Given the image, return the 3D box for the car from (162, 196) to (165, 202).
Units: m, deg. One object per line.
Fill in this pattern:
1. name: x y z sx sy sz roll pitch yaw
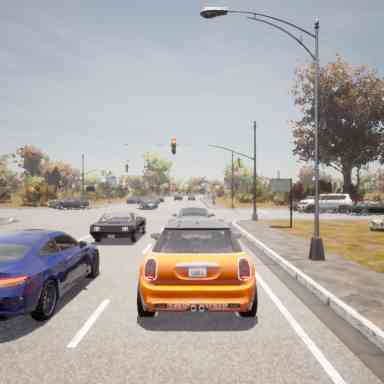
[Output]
1. car: -7.089 1.595 72.964 1.895 1.301 4.718 0 0 0

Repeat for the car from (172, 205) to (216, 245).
1. car: 0.079 1.505 16.587 1.837 1.490 4.892 0 0 0

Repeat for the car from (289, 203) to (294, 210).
1. car: 14.037 1.504 39.631 4.892 1.490 1.837 0 0 3

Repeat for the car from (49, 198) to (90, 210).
1. car: -15.440 1.491 42.019 4.902 1.511 2.128 0 1 -33

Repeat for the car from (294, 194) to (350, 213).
1. car: 14.422 1.221 36.103 5.566 2.045 2.150 0 0 3

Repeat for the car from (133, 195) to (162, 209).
1. car: -5.680 1.492 42.140 2.128 1.511 4.902 0 0 -19

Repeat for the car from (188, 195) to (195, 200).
1. car: -0.073 1.595 94.768 1.895 1.301 4.718 0 0 1

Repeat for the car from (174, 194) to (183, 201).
1. car: -3.599 1.492 84.597 1.837 1.490 4.892 0 0 0

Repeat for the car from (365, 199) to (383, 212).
1. car: 22.927 1.555 39.159 4.181 1.385 1.994 0 0 3

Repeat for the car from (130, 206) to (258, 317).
1. car: 0.091 1.352 7.629 2.097 1.767 4.553 0 0 0

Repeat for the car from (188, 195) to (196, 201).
1. car: -0.099 1.552 84.730 1.994 1.385 4.181 0 0 0

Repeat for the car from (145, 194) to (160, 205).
1. car: -7.144 1.352 60.729 2.097 1.767 4.553 0 0 0

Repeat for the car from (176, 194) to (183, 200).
1. car: -3.571 1.374 95.005 1.812 1.442 4.674 0 0 1

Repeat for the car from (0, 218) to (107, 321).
1. car: -3.409 1.526 7.161 1.812 1.442 4.674 0 0 0

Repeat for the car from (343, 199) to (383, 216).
1. car: 17.711 1.598 32.202 4.718 1.301 1.895 0 0 3

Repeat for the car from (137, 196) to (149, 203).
1. car: -10.588 1.552 72.236 1.994 1.385 4.181 0 0 0

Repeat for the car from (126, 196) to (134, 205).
1. car: -10.643 1.503 60.000 1.837 1.490 4.892 0 0 0

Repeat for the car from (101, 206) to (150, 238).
1. car: -3.420 1.601 16.319 1.895 1.301 4.718 0 0 0
